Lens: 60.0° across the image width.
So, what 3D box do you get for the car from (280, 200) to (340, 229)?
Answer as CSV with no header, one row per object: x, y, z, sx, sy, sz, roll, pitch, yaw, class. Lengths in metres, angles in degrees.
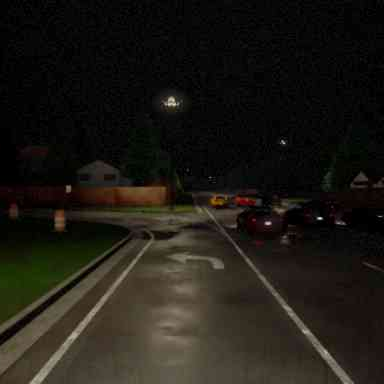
7.070,1.430,20.423,1.994,1.385,4.181,0,0,0,car

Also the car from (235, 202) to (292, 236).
3.587,1.447,17.720,1.994,1.385,4.181,0,0,0,car

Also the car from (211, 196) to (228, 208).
3.438,1.203,42.025,1.882,1.535,5.008,0,0,0,car

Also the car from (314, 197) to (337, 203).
13.979,1.259,35.469,2.128,1.511,4.902,0,0,0,car

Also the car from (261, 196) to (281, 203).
10.426,1.203,44.011,2.128,1.511,4.902,0,0,0,car

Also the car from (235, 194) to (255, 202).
6.925,1.063,44.156,2.097,1.767,4.553,0,0,0,car

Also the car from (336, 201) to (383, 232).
10.579,1.422,19.024,2.033,1.411,5.357,0,0,0,car
